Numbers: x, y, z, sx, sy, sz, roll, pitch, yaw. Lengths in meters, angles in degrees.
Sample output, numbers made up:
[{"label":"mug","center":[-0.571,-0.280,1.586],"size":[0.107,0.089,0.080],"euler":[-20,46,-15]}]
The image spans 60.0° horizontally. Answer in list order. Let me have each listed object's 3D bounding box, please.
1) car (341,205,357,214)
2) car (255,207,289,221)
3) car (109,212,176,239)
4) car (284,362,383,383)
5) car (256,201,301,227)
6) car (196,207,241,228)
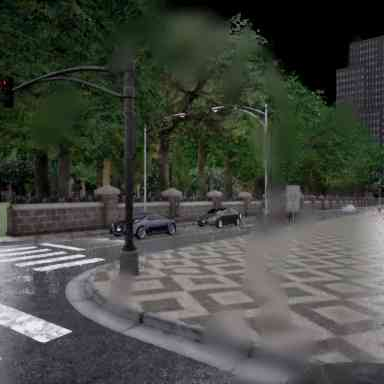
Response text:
[{"label":"car","center":[25.247,2.770,53.500],"size":[1.812,1.442,4.674],"euler":[0,-1,35]},{"label":"car","center":[8.608,2.332,35.562],"size":[1.895,1.301,4.718],"euler":[0,-1,35]},{"label":"car","center":[-2.781,1.887,19.520],"size":[1.994,1.385,4.181],"euler":[0,-1,35]},{"label":"car","center":[2.349,1.551,1.281],"size":[4.403,1.369,2.008],"euler":[0,0,36]},{"label":"car","center":[7.571,1.816,28.585],"size":[2.150,2.045,5.566],"euler":[0,-1,35]},{"label":"car","center":[2.246,2.004,26.605],"size":[1.837,1.490,4.892],"euler":[0,-1,35]}]
